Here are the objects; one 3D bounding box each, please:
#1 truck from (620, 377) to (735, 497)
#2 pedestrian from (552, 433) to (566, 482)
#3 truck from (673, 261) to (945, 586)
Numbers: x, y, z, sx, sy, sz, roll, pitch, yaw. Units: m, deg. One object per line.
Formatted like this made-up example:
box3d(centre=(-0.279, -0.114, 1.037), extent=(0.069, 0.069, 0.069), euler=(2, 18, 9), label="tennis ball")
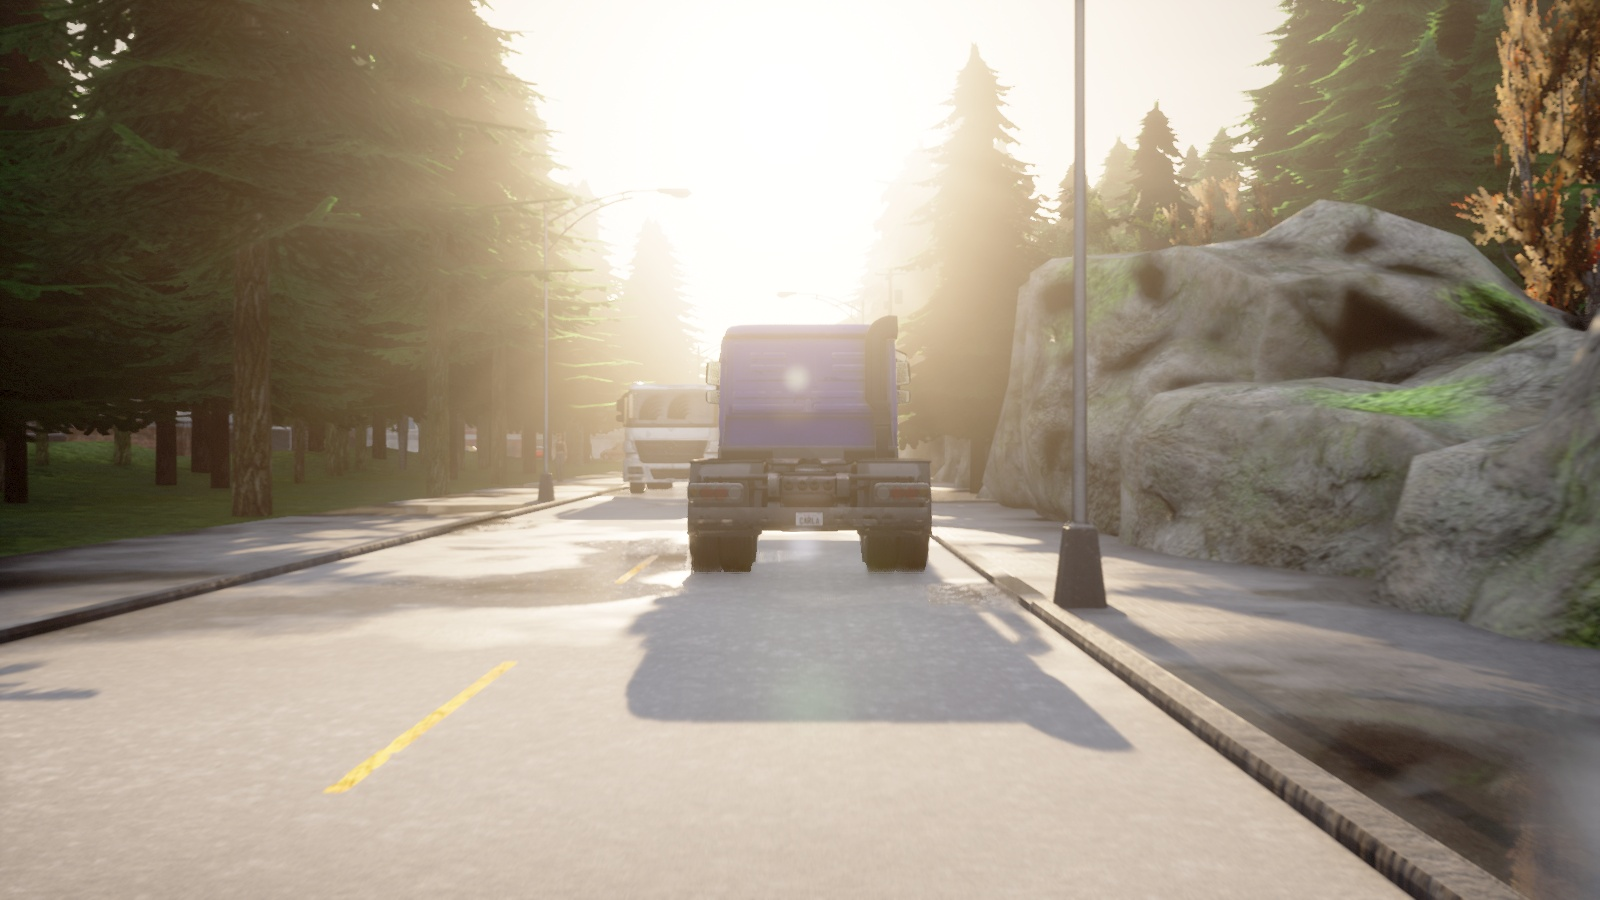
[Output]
box3d(centre=(-3.750, -0.389, 40.360), extent=(2.891, 3.462, 7.936), euler=(0, 0, 0), label="truck")
box3d(centre=(-8.944, 0.275, 46.638), extent=(0.345, 1.836, 0.594), euler=(0, 0, 6), label="pedestrian")
box3d(centre=(0.117, -0.300, 17.346), extent=(2.891, 3.462, 7.936), euler=(0, 0, 0), label="truck")
